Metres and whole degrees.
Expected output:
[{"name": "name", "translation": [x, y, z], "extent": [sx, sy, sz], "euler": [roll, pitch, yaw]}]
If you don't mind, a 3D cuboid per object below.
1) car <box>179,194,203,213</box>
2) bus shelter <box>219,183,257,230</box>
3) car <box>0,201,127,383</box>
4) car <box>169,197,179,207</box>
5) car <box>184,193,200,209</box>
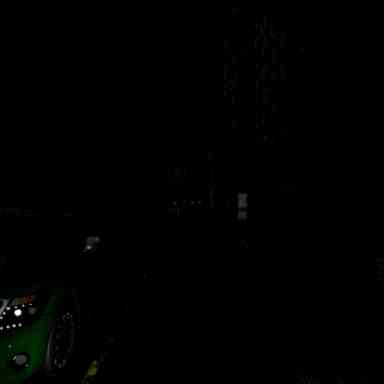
[{"name": "car", "translation": [0.059, 1.227, 37.347], "extent": [2.150, 2.045, 5.566], "euler": [0, 0, 1]}, {"name": "bus shelter", "translation": [2.879, 0.880, 21.550], "extent": [1.920, 2.740, 3.880], "euler": [0, 0, 0]}, {"name": "car", "translation": [-2.600, 1.223, 5.810], "extent": [2.150, 2.045, 5.566], "euler": [0, 0, 0]}, {"name": "car", "translation": [-2.498, 1.509, 51.396], "extent": [2.128, 1.511, 4.902], "euler": [0, 0, 0]}, {"name": "car", "translation": [0.006, 1.228, 48.208], "extent": [2.150, 2.045, 5.566], "euler": [0, 0, 0]}]
